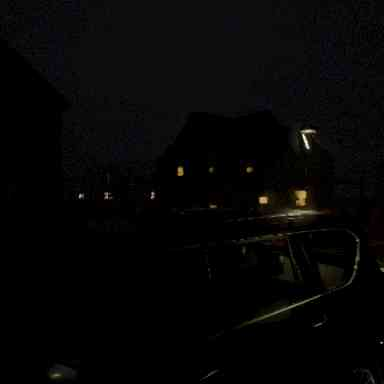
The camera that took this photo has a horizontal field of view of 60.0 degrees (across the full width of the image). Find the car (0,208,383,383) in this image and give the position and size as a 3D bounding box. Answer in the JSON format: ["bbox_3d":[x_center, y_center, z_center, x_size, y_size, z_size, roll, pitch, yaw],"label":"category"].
[{"bbox_3d":[-0.487,1.219,2.712,5.566,2.045,2.150,0,0,-36],"label":"car"}]
